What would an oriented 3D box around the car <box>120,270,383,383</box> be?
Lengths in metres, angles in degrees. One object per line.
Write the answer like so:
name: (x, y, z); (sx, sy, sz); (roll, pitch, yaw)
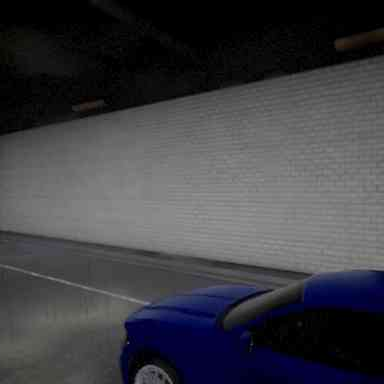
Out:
car: (1.514, 1.478, 2.913); (5.008, 1.535, 1.882); (0, 0, 36)
